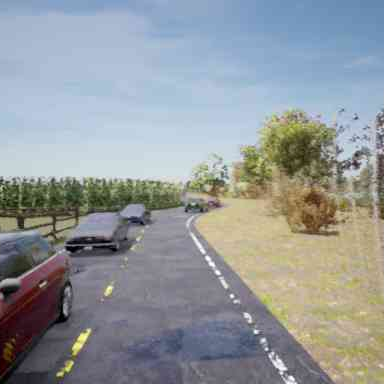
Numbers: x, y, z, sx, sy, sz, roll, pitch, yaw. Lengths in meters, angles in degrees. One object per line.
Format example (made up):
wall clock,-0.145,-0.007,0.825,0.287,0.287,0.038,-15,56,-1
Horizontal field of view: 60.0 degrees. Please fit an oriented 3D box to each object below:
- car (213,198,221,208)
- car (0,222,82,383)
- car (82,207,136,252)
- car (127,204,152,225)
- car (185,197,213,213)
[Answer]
car,3.148,1.551,49.046,1.812,1.442,4.674,-1,0,12
car,-3.096,1.412,4.191,2.097,1.767,4.553,-1,0,-5
car,-3.888,1.634,14.607,2.033,1.411,5.357,-1,0,-4
car,-4.239,1.652,25.263,2.033,1.411,5.357,-1,0,1
car,0.631,1.402,38.562,2.097,1.767,4.553,-1,0,14
